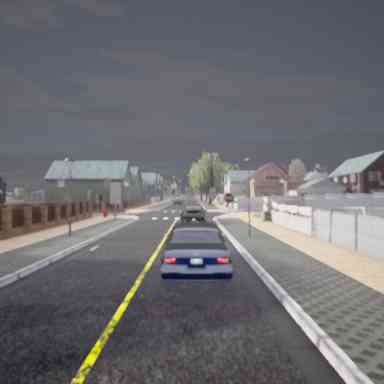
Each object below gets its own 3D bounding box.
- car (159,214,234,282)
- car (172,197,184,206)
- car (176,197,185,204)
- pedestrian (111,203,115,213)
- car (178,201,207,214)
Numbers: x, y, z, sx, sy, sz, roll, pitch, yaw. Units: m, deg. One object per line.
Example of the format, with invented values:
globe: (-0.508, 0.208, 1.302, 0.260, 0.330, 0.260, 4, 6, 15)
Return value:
car: (0.100, 1.611, 9.936, 2.033, 1.411, 5.357, 0, 0, 0)
car: (-2.772, 1.924, 64.393, 2.033, 1.411, 5.357, 0, 0, 1)
car: (-2.745, 1.982, 79.819, 1.812, 1.442, 4.674, 0, 0, 0)
pedestrian: (-9.689, 1.706, 41.065, 0.375, 1.860, 0.375, 0, 0, 0)
car: (0.060, 1.658, 24.920, 1.837, 1.490, 4.892, 0, -1, -1)
